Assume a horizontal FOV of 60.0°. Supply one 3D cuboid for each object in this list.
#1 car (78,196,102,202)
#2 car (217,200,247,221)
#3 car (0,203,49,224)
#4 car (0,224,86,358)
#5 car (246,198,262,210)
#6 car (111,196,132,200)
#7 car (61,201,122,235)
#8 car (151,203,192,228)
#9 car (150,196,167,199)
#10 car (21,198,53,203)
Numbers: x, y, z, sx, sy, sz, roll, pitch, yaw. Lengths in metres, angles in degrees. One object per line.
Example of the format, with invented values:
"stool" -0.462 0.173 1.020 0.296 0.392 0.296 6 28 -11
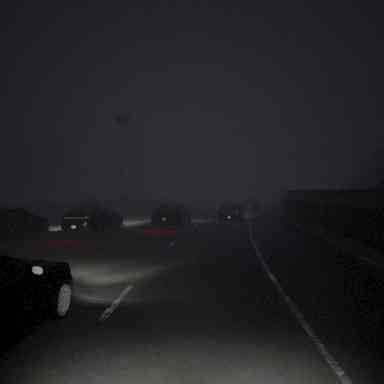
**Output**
"car" -17.239 1.417 56.360 2.128 1.511 4.902 0 0 21
"car" 3.228 1.589 27.094 1.895 1.301 4.718 0 0 12
"car" -9.160 1.495 16.840 1.812 1.442 4.674 0 0 7
"car" -3.217 1.468 4.249 1.882 1.535 5.008 0 0 2
"car" 7.618 1.512 42.372 1.812 1.442 4.674 0 0 19
"car" -12.500 1.427 58.793 2.128 1.511 4.902 0 0 23
"car" -5.402 1.468 18.519 2.128 1.511 4.902 0 0 8
"car" -1.262 1.460 22.307 1.882 1.535 5.008 0 0 10
"car" -6.454 1.440 63.848 2.128 1.511 4.902 0 0 25
"car" -23.284 1.519 49.875 1.895 1.301 4.718 0 0 19
